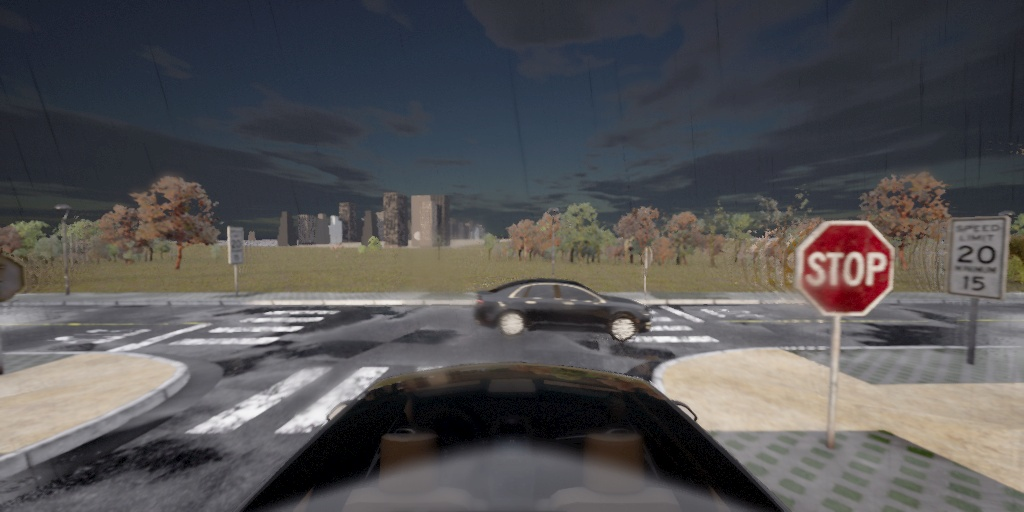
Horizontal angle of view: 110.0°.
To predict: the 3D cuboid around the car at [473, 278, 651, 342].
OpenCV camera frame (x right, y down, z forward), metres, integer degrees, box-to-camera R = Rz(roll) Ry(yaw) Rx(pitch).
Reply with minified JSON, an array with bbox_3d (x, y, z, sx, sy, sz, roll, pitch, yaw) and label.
[{"bbox_3d":[1.377,1.406,10.093,4.892,1.490,1.837,1,1,-2],"label":"car"}]
